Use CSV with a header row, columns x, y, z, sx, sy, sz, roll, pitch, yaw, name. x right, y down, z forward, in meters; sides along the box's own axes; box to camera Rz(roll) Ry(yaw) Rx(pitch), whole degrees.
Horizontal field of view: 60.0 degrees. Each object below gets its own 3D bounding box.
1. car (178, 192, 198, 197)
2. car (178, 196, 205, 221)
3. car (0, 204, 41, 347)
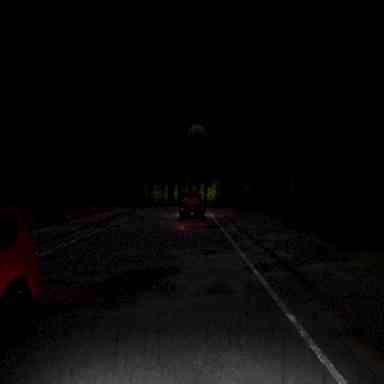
x,y,z,sx,sy,sz,roll,pitch,yaw,name
-0.375,1.018,40.357,2.150,2.045,5.566,0,0,-8,car
0.018,1.339,25.968,1.882,1.535,5.008,0,1,0,car
-3.599,1.201,3.328,2.150,2.045,5.566,0,0,0,car
